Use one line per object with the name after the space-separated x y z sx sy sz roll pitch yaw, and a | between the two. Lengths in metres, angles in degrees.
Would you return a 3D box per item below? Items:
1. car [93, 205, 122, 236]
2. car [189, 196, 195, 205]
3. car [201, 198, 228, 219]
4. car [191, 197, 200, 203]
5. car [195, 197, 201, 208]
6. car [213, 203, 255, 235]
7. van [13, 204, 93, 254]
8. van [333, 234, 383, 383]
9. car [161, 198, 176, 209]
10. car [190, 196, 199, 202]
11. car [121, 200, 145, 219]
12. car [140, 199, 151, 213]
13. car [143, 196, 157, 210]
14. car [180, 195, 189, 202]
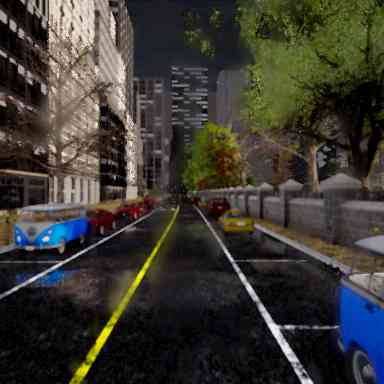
-5.571 1.616 18.933 1.887 1.381 4.507 0 0 -1 | car
1.014 1.703 66.913 1.882 1.535 5.008 0 0 -2 | car
2.303 1.425 30.186 2.192 1.841 5.009 0 0 -1 | car
0.854 1.845 80.096 1.802 1.307 4.206 0 0 -2 | car
1.802 1.708 52.540 1.752 1.417 4.829 0 0 -2 | car
2.452 1.597 19.259 1.752 1.417 4.829 0 0 -1 | car
-5.520 1.393 13.388 1.690 1.788 3.998 0 0 0 | van
2.560 1.351 2.457 1.690 1.788 3.998 0 0 0 | van
-3.521 1.678 49.606 1.837 1.490 4.892 0 0 -1 | car
0.647 1.844 85.642 1.947 1.339 4.313 0 0 -2 | car
-5.721 1.655 30.028 1.887 1.381 4.507 0 0 -1 | car
-5.822 1.711 35.577 1.802 1.307 4.206 0 0 -1 | car
-6.069 1.481 46.670 2.192 1.841 5.009 0 0 -1 | car
-1.874 1.494 84.658 2.097 1.767 4.553 0 0 -2 | car
